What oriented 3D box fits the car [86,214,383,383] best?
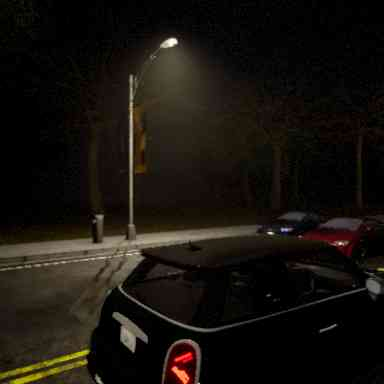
[{"bbox_3d":[1.144,1.352,4.253,4.553,1.767,2.097,0,0,-35],"label":"car"}]

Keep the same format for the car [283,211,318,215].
[{"bbox_3d":[4.919,1.563,15.157,4.181,1.385,1.994,0,0,-35],"label":"car"}]
